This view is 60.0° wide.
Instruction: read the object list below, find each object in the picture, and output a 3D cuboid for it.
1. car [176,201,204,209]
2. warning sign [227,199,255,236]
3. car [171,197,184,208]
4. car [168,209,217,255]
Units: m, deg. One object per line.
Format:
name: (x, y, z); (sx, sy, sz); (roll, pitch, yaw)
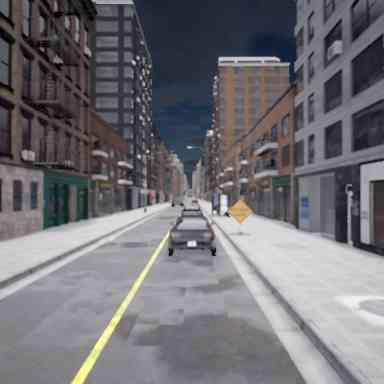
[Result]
car: (0.007, 1.812, 28.516); (2.128, 1.511, 4.902); (0, -1, 0)
warning sign: (2.511, 1.300, 17.307); (1.300, 1.860, 1.060); (0, -1, 0)
car: (-2.800, 2.002, 64.520); (2.150, 2.045, 5.566); (0, -1, 1)
car: (0.018, 1.672, 13.911); (1.812, 1.442, 4.674); (0, 0, 0)
